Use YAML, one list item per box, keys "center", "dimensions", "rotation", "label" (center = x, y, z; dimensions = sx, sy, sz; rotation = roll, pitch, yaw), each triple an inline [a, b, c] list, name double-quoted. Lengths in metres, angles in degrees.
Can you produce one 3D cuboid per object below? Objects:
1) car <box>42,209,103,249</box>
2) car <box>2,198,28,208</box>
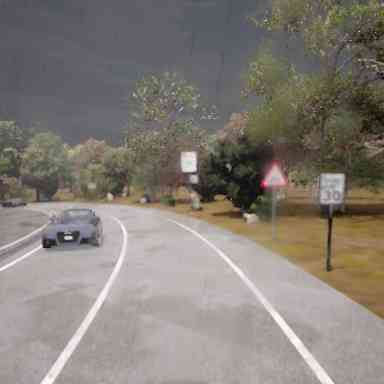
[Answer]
- center: [-4.774, 1.418, 13.791]
  dimensions: [1.994, 1.385, 4.181]
  rotation: [-1, 1, -11]
  label: "car"
- center: [-26.821, 1.674, 50.259]
  dimensions: [5.357, 1.411, 2.033]
  rotation: [-2, 3, 40]
  label: "car"
